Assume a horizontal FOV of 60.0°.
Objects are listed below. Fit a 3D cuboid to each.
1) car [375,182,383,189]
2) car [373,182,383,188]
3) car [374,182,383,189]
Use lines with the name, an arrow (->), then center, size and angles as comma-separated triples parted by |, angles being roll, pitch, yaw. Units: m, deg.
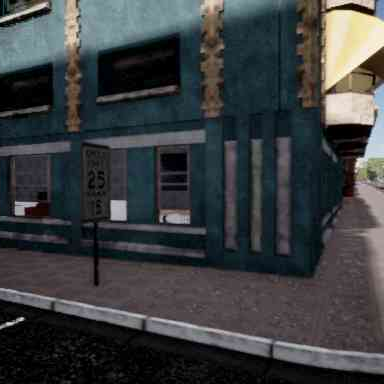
car -> 40.679, -1.451, 71.845 | 1.802, 1.307, 4.206 | 1, 3, 26
car -> 43.097, -1.650, 76.861 | 1.802, 1.307, 4.206 | 1, 3, 26
car -> 38.261, -1.290, 66.830 | 1.887, 1.381, 4.507 | 1, 3, 26
